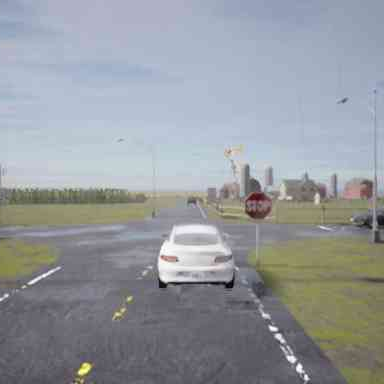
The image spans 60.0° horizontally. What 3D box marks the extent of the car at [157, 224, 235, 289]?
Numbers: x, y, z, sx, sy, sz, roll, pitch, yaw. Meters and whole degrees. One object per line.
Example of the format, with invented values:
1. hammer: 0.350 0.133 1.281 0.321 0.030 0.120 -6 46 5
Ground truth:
1. car: 0.098 1.612 9.324 1.812 1.442 4.674 0 -1 0

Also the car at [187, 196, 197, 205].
1. car: -0.036 1.946 76.955 2.150 2.045 5.566 0 -1 0

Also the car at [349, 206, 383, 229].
1. car: 13.247 1.687 22.644 4.892 1.490 1.837 0 0 -3
